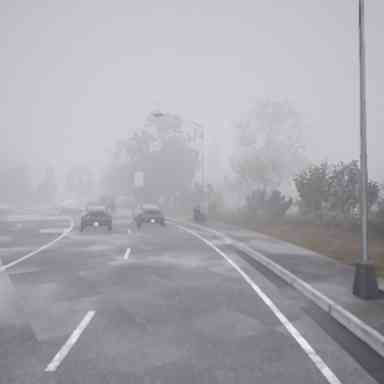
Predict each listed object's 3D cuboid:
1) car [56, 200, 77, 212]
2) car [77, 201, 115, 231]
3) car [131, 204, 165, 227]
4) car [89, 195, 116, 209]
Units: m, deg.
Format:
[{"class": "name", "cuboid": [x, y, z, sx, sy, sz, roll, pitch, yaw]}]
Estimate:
[{"class": "car", "cuboid": [-14.849, 1.642, 39.714, 1.812, 1.442, 4.674, 1, -1, -35]}, {"class": "car", "cuboid": [-6.137, 1.585, 21.415, 1.837, 1.490, 4.892, 1, 0, -15]}, {"class": "car", "cuboid": [-3.162, 1.606, 23.592, 1.837, 1.490, 4.892, 0, 0, -16]}, {"class": "car", "cuboid": [-11.006, 1.378, 40.365, 2.150, 2.045, 5.566, 1, -1, -33]}]
